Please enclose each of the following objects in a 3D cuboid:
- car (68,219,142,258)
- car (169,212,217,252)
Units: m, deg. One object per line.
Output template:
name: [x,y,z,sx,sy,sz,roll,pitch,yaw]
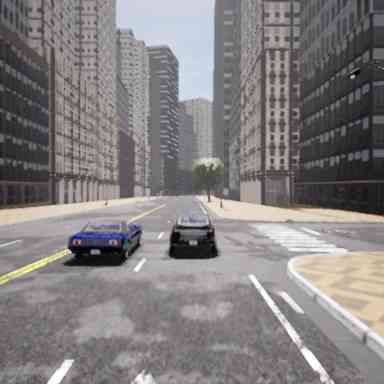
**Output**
car: [-3.189,1.712,13.249,1.895,1.301,4.718,1,0,0]
car: [0.049,1.637,14.689,2.128,1.511,4.902,1,1,0]
